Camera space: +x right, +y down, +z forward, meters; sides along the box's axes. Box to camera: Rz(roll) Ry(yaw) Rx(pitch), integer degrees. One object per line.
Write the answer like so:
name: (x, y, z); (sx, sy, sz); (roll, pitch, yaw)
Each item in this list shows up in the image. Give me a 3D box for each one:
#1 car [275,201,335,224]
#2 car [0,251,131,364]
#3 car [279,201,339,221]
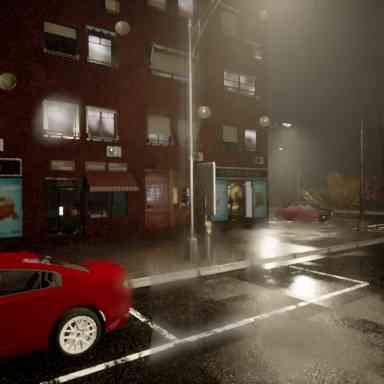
car: (8.672, 1.720, 26.418); (1.994, 1.385, 4.181); (-1, 0, -35)
car: (-3.055, 1.545, 4.395); (4.507, 1.381, 1.887); (0, -1, -35)
car: (10.313, 1.632, 29.751); (1.837, 1.490, 4.892); (-1, 0, -35)
